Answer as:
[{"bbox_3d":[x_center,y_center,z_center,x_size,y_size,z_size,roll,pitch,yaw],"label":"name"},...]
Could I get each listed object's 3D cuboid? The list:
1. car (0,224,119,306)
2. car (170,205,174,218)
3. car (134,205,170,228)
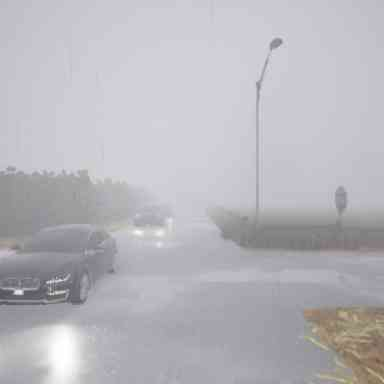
[{"bbox_3d":[-3.183,1.645,8.547,1.837,1.490,4.892,1,-1,0],"label":"car"},{"bbox_3d":[-3.176,2.251,39.016,1.837,1.490,4.892,0,-1,0],"label":"car"},{"bbox_3d":[-3.188,1.819,26.240,2.097,1.767,4.553,0,-1,0],"label":"car"}]
